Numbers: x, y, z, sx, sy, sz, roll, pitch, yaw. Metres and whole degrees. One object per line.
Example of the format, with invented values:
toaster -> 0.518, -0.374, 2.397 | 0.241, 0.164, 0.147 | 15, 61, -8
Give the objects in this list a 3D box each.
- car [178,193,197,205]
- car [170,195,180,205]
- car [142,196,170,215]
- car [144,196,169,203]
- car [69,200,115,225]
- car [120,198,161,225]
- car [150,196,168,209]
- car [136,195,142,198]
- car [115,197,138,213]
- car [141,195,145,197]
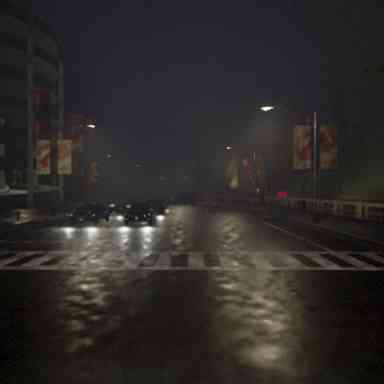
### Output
car -> -1.206, 1.119, 55.812 | 2.150, 2.045, 5.566 | 0, 0, -29
car -> -4.240, 1.464, 54.081 | 1.994, 1.385, 4.181 | 0, 0, -29
car -> -3.618, 1.443, 33.478 | 1.837, 1.490, 4.892 | 0, 0, 0
car -> -6.911, 1.429, 64.611 | 2.033, 1.411, 5.357 | 0, 0, -43
car -> -7.109, 1.482, 23.633 | 1.812, 1.442, 4.674 | 0, 0, 0
car -> -3.611, 1.460, 24.063 | 1.837, 1.490, 4.892 | 0, 0, 0
car -> -4.401, 1.397, 43.874 | 1.882, 1.535, 5.008 | 0, 0, -10
car -> -7.817, 1.425, 43.166 | 1.837, 1.490, 4.892 | 0, 0, -10
car -> -7.112, 1.486, 33.136 | 2.033, 1.411, 5.357 | 0, 0, 0
car -> -9.637, 1.389, 62.416 | 1.837, 1.490, 4.892 | 0, 0, -43
